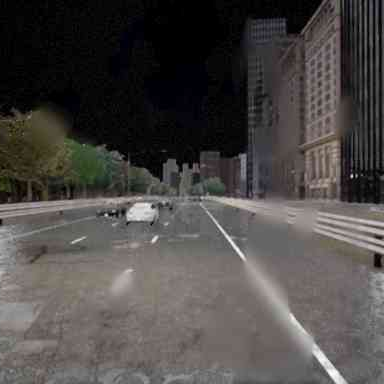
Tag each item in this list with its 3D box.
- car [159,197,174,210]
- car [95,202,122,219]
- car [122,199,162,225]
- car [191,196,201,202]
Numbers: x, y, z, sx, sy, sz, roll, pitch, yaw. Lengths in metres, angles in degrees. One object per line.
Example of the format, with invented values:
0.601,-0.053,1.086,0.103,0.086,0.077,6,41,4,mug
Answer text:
-3.394,1.354,42.106,2.097,1.767,4.553,0,0,0,car
-6.902,1.566,28.998,1.895,1.301,4.718,0,0,0,car
-3.411,1.491,23.436,1.812,1.442,4.674,0,0,0,car
1.236,1.735,81.617,1.837,1.490,4.892,0,0,0,car
